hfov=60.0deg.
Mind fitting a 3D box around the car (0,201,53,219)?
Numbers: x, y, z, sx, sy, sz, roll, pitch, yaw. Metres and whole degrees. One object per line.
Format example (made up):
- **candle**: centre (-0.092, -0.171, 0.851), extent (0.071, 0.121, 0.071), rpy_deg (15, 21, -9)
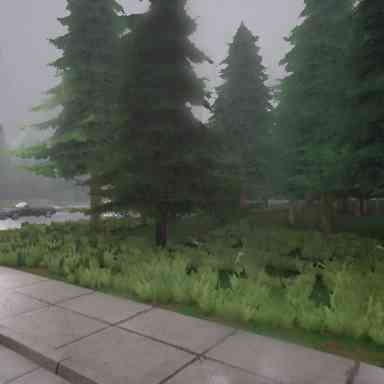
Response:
- **car**: centre (-13.725, 1.497, 27.915), extent (1.812, 1.442, 4.674), rpy_deg (0, 0, 34)
